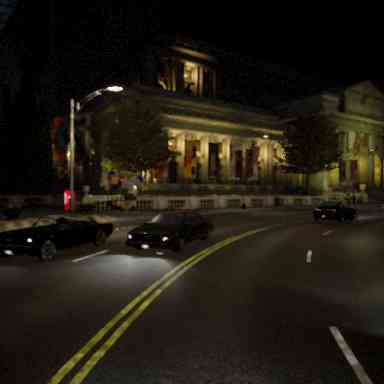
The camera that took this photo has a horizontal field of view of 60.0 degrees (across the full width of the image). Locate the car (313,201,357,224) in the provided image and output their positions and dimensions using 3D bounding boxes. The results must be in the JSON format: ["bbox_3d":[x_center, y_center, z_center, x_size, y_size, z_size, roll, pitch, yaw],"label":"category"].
[{"bbox_3d":[10.526,1.425,24.310,2.128,1.511,4.902,1,0,42],"label":"car"}]

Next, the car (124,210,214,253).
[{"bbox_3d":[-0.637,1.467,13.827,2.033,1.411,5.357,0,0,21],"label":"car"}]

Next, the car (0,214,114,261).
[{"bbox_3d":[-4.859,1.503,12.117,1.895,1.301,4.718,0,0,18],"label":"car"}]
